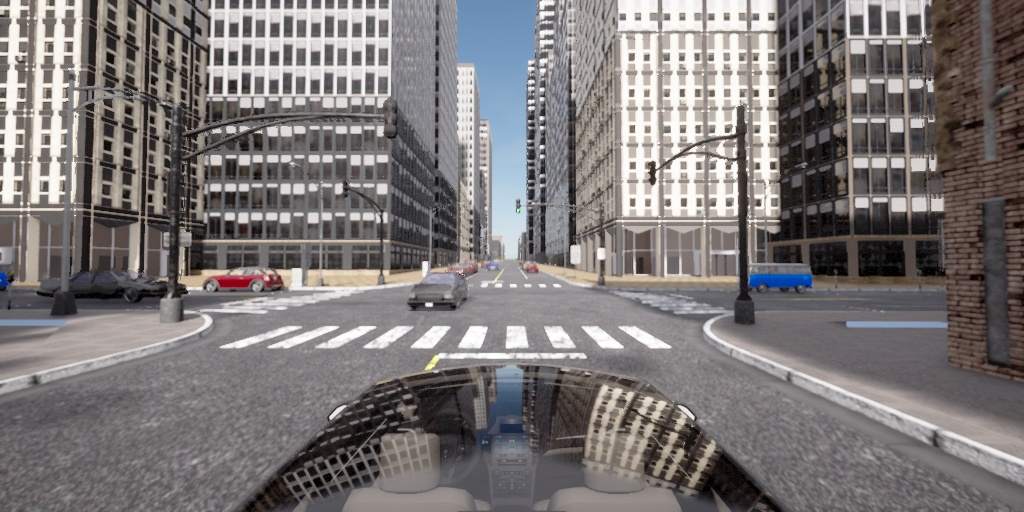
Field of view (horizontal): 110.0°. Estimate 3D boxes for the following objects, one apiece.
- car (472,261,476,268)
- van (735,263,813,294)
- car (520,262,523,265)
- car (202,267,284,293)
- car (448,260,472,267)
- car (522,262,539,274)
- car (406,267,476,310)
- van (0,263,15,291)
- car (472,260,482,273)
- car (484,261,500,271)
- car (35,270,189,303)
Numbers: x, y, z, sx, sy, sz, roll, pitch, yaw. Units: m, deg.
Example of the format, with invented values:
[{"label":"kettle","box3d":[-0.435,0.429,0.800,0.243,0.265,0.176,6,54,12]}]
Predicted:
[{"label":"car","box3d":[-5.694,1.635,43.038,1.802,1.307,4.207,0,0,0]},{"label":"van","box3d":[15.980,1.350,21.954,3.998,1.789,1.690,0,0,0]},{"label":"car","box3d":[2.686,1.702,60.001,1.751,1.417,4.829,0,0,0]},{"label":"car","box3d":[-16.494,1.397,22.025,4.097,1.591,1.967,0,0,0]},{"label":"car","box3d":[-5.693,1.452,37.463,1.967,1.591,4.097,0,0,0]},{"label":"car","box3d":[2.687,1.676,48.675,1.802,1.307,4.207,0,0,0]},{"label":"car","box3d":[-3.001,1.400,15.663,2.033,1.411,5.357,0,0,0]},{"label":"van","box3d":[-33.440,1.275,22.061,3.998,1.789,1.690,0,0,0]},{"label":"car","box3d":[-5.694,1.409,48.613,2.192,1.841,5.009,0,0,0]},{"label":"car","box3d":[-3.006,1.645,57.554,1.812,1.442,4.674,0,0,0]},{"label":"car","box3d":[-17.981,1.349,16.258,5.357,1.411,2.033,0,-2,0]}]
